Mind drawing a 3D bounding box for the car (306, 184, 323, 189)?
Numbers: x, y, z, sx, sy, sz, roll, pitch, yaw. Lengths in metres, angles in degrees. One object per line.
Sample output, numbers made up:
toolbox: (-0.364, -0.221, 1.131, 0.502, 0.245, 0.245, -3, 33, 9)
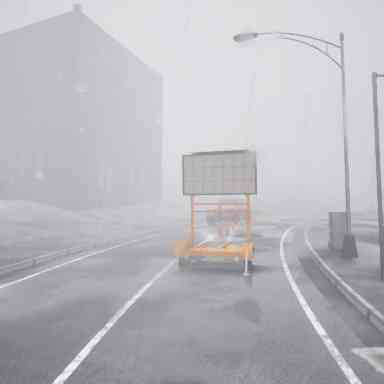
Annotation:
car: (27.991, -1.066, 78.951, 4.792, 1.488, 2.163, 2, -5, -28)

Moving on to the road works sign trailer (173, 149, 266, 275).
road works sign trailer: (0.920, 0.493, 10.681, 2.380, 3.560, 2.880, -1, 0, 18)

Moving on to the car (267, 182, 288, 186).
car: (18.047, -1.522, 73.707, 5.008, 1.535, 2.097, 2, -5, -26)

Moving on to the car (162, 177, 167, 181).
car: (-7.062, -2.466, 62.396, 4.553, 1.767, 2.185, 2, -5, -24)

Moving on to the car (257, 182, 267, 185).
car: (13.059, -1.678, 71.281, 4.674, 1.452, 2.002, 2, -5, -25)

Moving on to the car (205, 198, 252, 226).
car: (2.968, 1.469, 25.816, 2.150, 2.045, 5.566, -3, -2, 26)

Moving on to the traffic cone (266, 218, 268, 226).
traffic cone: (5.148, 2.080, 23.019, 0.340, 0.580, 0.340, -2, -1, 17)

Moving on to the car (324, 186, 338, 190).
car: (32.788, -0.835, 81.672, 4.674, 1.452, 2.002, 3, -5, -30)

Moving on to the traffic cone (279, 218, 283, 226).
traffic cone: (6.103, 2.049, 22.734, 0.340, 0.580, 0.340, -2, -1, 17)

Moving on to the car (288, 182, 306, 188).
car: (22.960, -1.442, 76.234, 4.553, 1.767, 2.185, 2, -5, -27)

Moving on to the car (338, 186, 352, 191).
car: (37.441, -0.646, 84.449, 4.892, 1.521, 2.231, 3, -5, -31)
